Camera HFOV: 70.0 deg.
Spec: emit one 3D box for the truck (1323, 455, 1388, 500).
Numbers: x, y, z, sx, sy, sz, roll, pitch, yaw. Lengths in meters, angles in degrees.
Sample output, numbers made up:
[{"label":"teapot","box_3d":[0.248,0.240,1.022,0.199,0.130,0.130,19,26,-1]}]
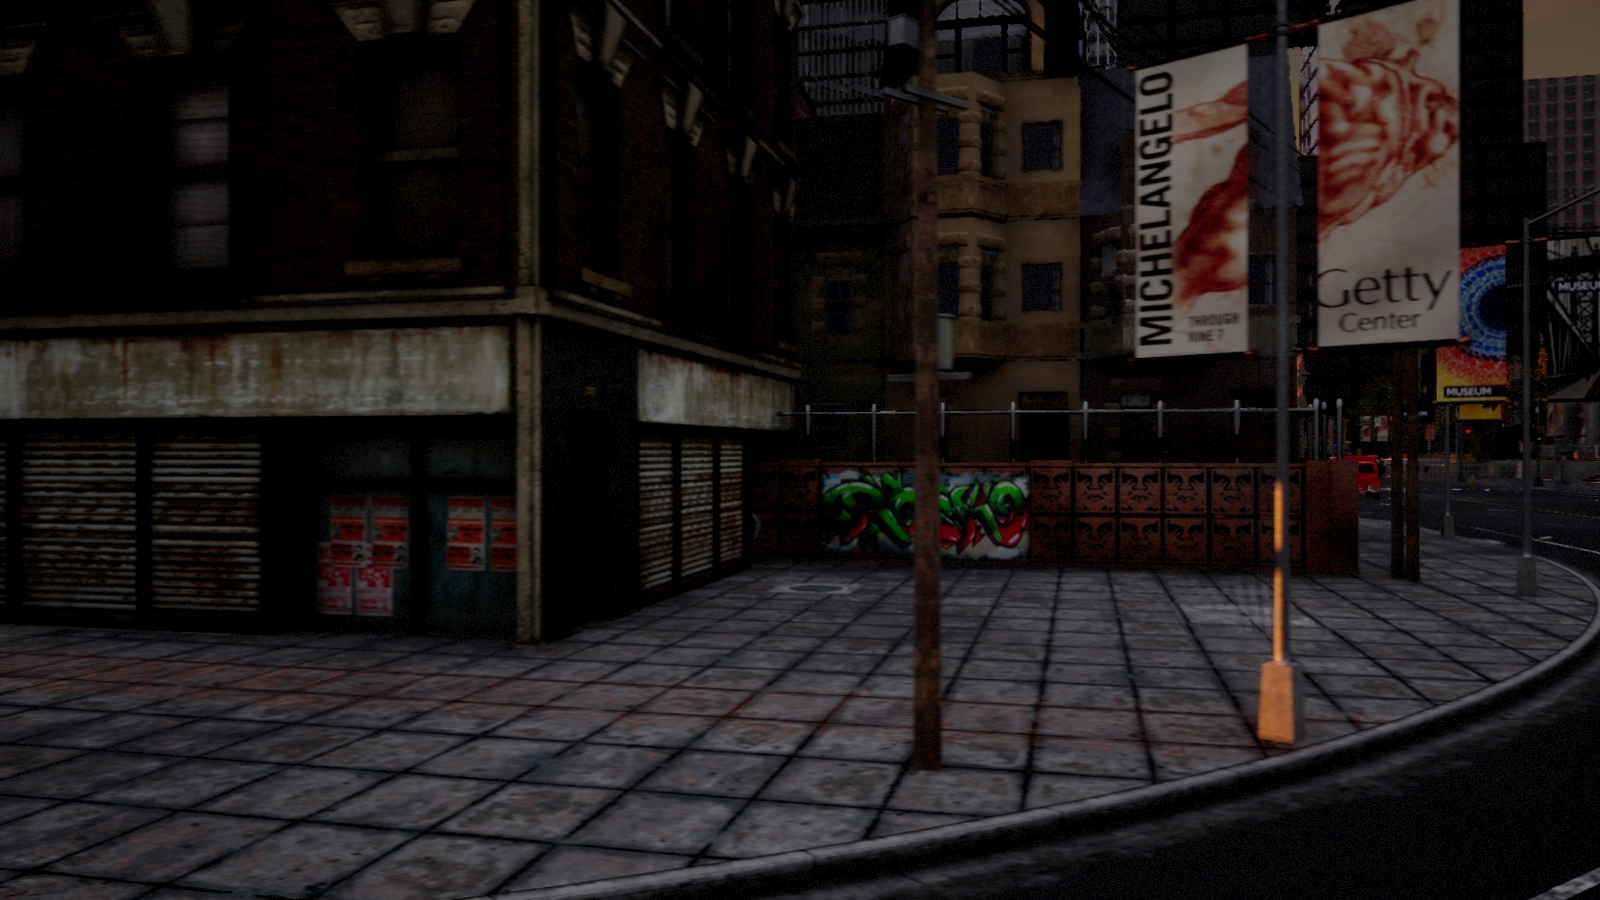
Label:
[{"label":"truck","box_3d":[32.623,1.577,67.275,2.627,2.467,5.204,0,0,17]}]
